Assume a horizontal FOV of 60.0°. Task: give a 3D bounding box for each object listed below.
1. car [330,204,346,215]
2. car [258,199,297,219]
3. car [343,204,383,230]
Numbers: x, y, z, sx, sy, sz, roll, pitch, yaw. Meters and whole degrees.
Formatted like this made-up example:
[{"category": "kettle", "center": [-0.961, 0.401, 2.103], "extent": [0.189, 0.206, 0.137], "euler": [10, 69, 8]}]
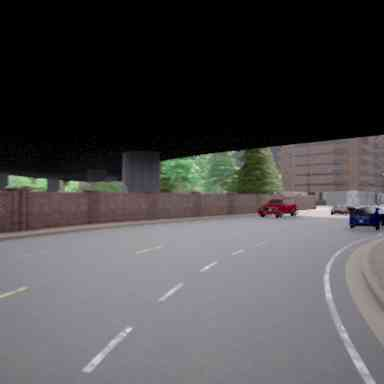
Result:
[{"category": "car", "center": [18.574, 2.176, 40.808], "extent": [1.994, 1.385, 4.181], "euler": [0, -1, 43]}, {"category": "car", "center": [9.406, 1.731, 36.132], "extent": [2.150, 2.045, 5.566], "euler": [0, -1, 43]}, {"category": "car", "center": [13.059, 1.851, 24.284], "extent": [1.882, 1.535, 5.008], "euler": [0, -1, 42]}]
